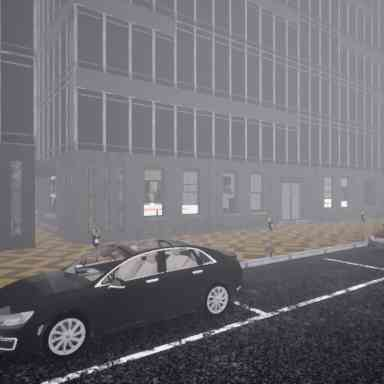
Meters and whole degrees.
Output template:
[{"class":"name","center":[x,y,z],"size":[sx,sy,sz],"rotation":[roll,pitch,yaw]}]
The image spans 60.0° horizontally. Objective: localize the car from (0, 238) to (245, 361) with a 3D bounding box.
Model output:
[{"class":"car","center":[-1.031,1.551,5.819],"size":[4.403,1.369,2.008],"rotation":[0,0,-35]}]

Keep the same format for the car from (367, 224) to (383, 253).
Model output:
[{"class":"car","center":[8.257,1.582,12.402],"size":[4.206,1.307,1.802],"rotation":[0,0,-35]}]
